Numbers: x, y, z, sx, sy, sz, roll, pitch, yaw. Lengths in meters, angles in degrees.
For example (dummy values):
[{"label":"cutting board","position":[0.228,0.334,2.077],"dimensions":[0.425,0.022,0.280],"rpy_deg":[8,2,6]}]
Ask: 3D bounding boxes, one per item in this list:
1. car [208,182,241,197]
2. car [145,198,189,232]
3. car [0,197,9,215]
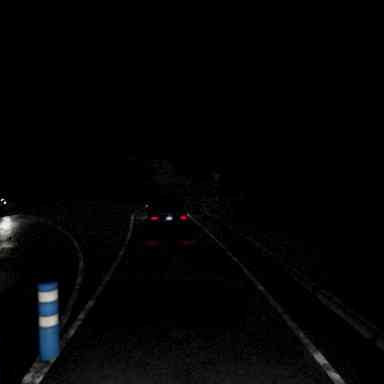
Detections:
[{"label":"car","position":[3.633,-0.378,36.308],"dimensions":[1.882,1.535,5.008],"rpy_deg":[2,4,34]},{"label":"car","position":[-1.241,0.990,16.090],"dimensions":[2.033,1.411,5.357],"rpy_deg":[0,3,-7]},{"label":"car","position":[-13.212,0.524,20.393],"dimensions":[4.553,1.767,2.097],"rpy_deg":[3,5,35]}]
